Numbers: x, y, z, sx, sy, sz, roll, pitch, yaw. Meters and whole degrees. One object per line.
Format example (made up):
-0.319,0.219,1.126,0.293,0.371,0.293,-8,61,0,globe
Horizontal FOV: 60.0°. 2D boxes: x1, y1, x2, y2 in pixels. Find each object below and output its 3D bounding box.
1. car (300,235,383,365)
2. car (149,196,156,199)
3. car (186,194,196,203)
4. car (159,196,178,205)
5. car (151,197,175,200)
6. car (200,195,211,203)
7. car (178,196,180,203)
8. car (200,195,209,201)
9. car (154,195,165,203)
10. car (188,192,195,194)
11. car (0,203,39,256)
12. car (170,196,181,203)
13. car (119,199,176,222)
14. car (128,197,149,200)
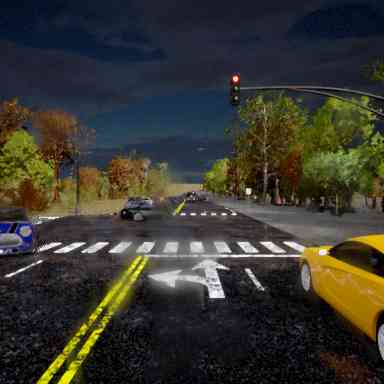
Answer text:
3.346,1.444,5.477,1.882,1.535,5.008,0,1,0,car
-6.746,1.528,48.256,1.812,1.442,4.674,0,0,0,car
-0.173,1.606,70.796,1.895,1.301,4.718,0,0,0,car
-3.487,1.507,49.191,1.837,1.490,4.892,0,0,0,car
-3.465,1.602,40.116,1.895,1.301,4.718,0,0,0,car
3.068,1.503,71.556,2.128,1.511,4.902,0,0,0,car
-3.496,1.530,59.076,1.812,1.442,4.674,0,0,0,car
3.016,1.457,81.711,2.033,1.411,5.357,0,0,0,car
-6.698,1.484,69.318,1.882,1.535,5.008,0,0,0,car
-0.231,1.110,80.899,2.150,2.045,5.566,0,0,0,car
-7.134,1.356,12.822,2.097,1.767,4.553,0,0,-22,car
-3.450,1.541,70.064,2.033,1.411,5.357,0,0,0,car
-3.693,1.553,26.617,4.181,1.385,1.994,0,0,-43,car
-6.712,1.353,39.271,2.097,1.767,4.553,0,0,0,car
